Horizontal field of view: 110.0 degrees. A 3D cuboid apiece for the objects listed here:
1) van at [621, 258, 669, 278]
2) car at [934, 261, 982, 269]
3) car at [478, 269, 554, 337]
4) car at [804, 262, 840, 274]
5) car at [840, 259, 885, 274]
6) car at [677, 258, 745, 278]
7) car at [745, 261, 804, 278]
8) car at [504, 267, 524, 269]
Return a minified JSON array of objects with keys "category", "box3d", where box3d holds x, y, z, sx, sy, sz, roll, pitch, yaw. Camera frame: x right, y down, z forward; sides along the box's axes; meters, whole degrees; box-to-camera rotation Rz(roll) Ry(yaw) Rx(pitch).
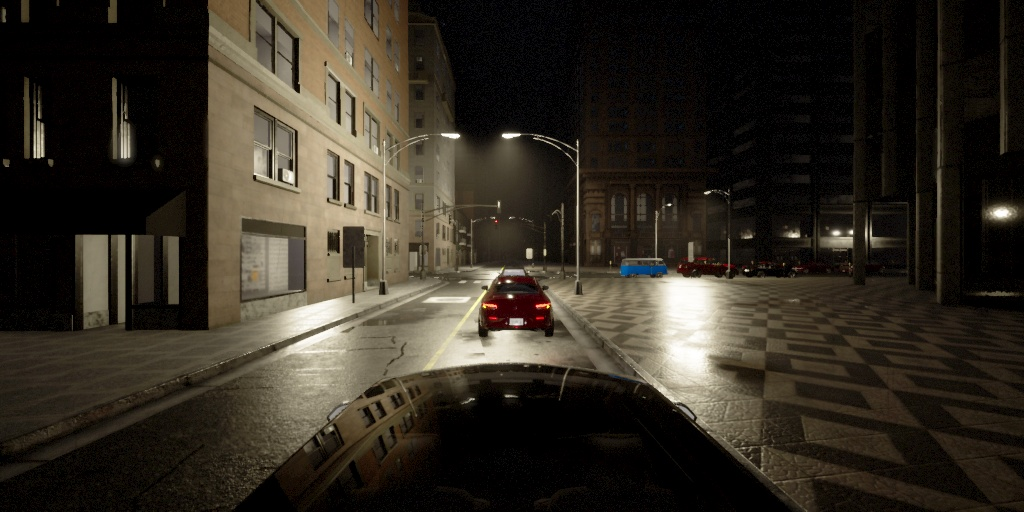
[{"category":"van","box3d":[11.742,1.105,31.962,3.998,1.789,1.690,0,0,-1]},{"category":"car","box3d":[39.940,1.190,32.379,4.097,1.591,1.967,0,0,-1]},{"category":"car","box3d":[0.095,1.271,10.148,1.812,1.442,4.674,0,0,0]},{"category":"car","box3d":[34.199,1.330,40.821,4.207,1.307,1.802,0,0,-1]},{"category":"car","box3d":[39.838,1.185,40.904,4.097,1.591,1.967,0,0,-1]},{"category":"car","box3d":[17.383,1.077,32.046,5.009,1.841,2.192,0,0,-1]},{"category":"car","box3d":[23.022,1.325,32.129,4.313,1.339,1.948,0,0,-1]},{"category":"car","box3d":[0.110,1.302,20.020,1.994,1.385,4.181,0,0,0]}]
